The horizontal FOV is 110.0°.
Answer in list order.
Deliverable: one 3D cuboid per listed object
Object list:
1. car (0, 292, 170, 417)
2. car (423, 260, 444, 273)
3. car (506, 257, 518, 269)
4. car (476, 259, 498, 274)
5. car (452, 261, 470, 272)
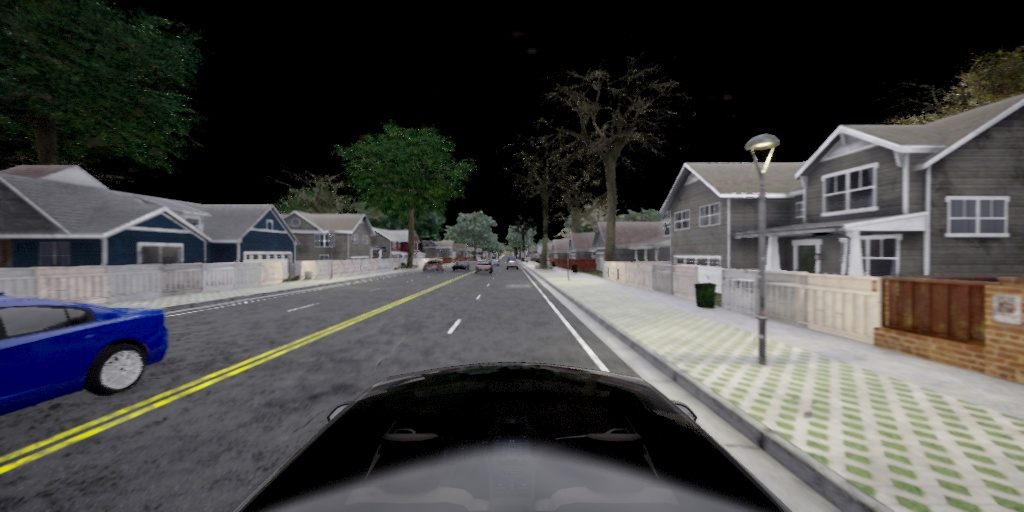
[{"bbox_3d":[-6.601,1.227,3.784,1.882,1.535,5.008,0,0,0],"label":"car"},{"bbox_3d":[-9.855,1.289,45.065,1.812,1.442,4.674,0,0,0],"label":"car"},{"bbox_3d":[0.062,1.321,56.720,2.033,1.411,5.357,0,0,0],"label":"car"},{"bbox_3d":[-3.178,1.253,42.270,2.128,1.511,4.902,0,0,0],"label":"car"},{"bbox_3d":[-6.609,1.365,46.632,1.895,1.301,4.718,0,0,0],"label":"car"}]
